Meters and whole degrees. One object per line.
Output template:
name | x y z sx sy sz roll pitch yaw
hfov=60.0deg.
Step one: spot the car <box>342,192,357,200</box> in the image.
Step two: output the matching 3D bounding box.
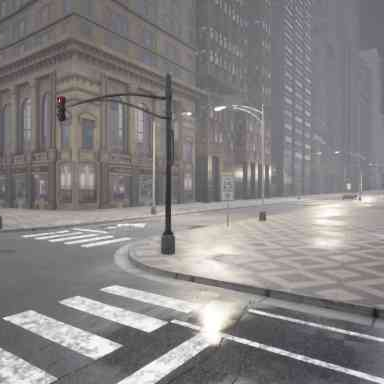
car | 28.238 0.712 59.508 1.895 1.301 4.718 0 1 35
